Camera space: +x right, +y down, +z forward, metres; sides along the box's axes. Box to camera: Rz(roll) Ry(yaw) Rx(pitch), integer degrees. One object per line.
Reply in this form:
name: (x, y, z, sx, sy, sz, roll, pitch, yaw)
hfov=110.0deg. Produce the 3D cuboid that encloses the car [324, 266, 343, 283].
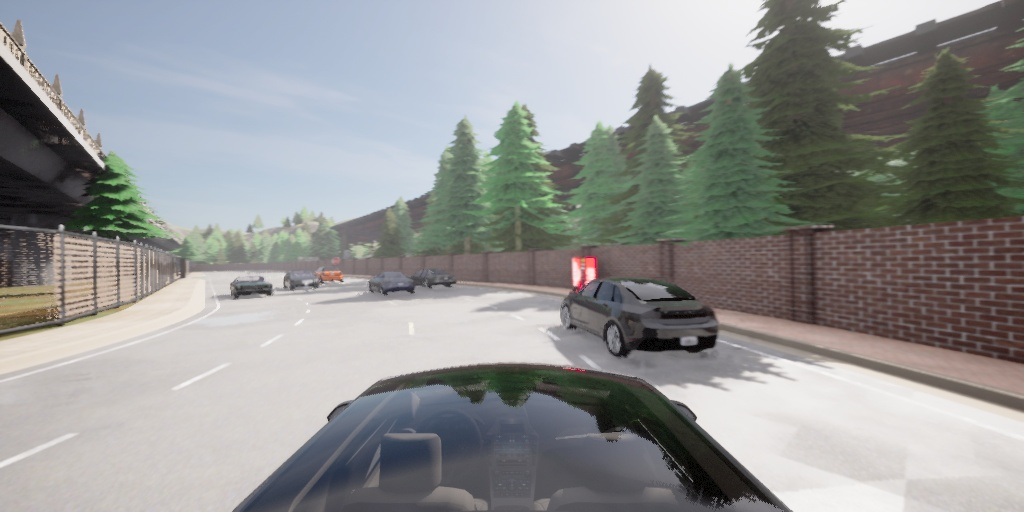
car: (-18.785, 1.830, 36.346, 2.097, 1.767, 4.553, -1, -1, -40)

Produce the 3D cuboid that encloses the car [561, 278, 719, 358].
car: (2.637, 1.260, 8.604, 1.837, 1.490, 4.892, -1, -1, -10)

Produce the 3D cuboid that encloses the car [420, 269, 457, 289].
car: (-6.140, 1.661, 26.786, 2.033, 1.411, 5.357, -1, -1, -39)

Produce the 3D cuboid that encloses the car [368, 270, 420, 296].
car: (-7.748, 1.677, 22.876, 1.994, 1.385, 4.181, -1, -1, -35)

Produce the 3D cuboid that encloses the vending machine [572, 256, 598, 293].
vending machine: (3.799, 1.016, 18.612, 1.100, 2.100, 0.880, 0, 0, -24)

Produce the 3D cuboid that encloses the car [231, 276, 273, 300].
car: (-16.281, 1.897, 22.378, 1.895, 1.301, 4.718, -1, -1, -40)

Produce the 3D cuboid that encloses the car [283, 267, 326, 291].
car: (-16.529, 1.845, 28.060, 2.128, 1.511, 4.902, -1, -1, -41)
